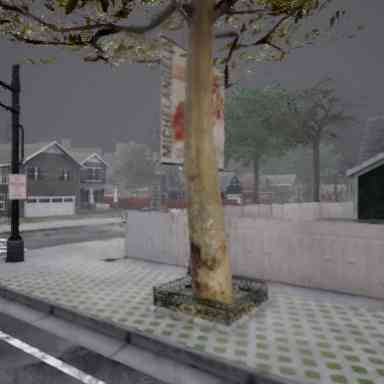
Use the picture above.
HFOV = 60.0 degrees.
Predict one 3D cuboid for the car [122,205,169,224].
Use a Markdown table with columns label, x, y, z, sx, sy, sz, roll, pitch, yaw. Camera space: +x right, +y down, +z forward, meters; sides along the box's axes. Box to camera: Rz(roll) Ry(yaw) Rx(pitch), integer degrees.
| label | x | y | z | sx | sy | sz | roll | pitch | yaw |
| --- | --- | --- | --- | --- | --- | --- | --- | --- | --- |
| car | -3.316 | 1.806 | 26.118 | 1.837 | 1.490 | 4.892 | 0 | 0 | 34 |

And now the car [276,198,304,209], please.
| label | x | y | z | sx | sy | sz | roll | pitch | yaw |
| --- | --- | --- | --- | --- | --- | --- | --- | --- | --- |
| car | 12.705 | 1.836 | 44.483 | 2.150 | 2.045 | 5.566 | 0 | 0 | 35 |

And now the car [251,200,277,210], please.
| label | x | y | z | sx | sy | sz | roll | pitch | yaw |
| --- | --- | --- | --- | --- | --- | --- | --- | --- | --- |
| car | 9.156 | 2.050 | 44.352 | 1.882 | 1.535 | 5.008 | 0 | -1 | 35 |
